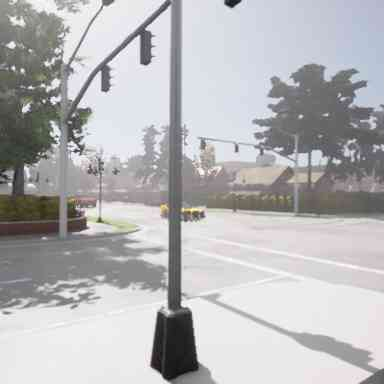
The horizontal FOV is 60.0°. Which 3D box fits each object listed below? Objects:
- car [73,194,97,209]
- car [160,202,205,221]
[{"bbox_3d":[-15.972,1.328,49.398,2.150,2.045,5.566,1,0,-36],"label":"car"},{"bbox_3d":[-0.903,1.604,28.658,1.882,1.535,5.008,1,0,-36],"label":"car"}]
